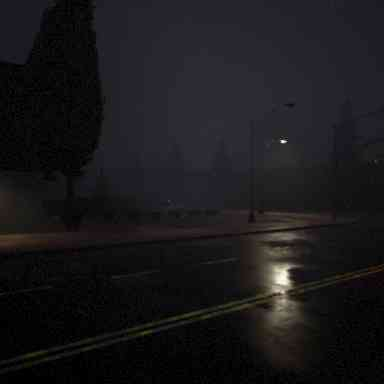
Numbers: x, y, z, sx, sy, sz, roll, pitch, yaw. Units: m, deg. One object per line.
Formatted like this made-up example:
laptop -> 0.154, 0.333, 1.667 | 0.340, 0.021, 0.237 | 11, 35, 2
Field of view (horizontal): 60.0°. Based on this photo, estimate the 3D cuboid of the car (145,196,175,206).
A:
car -> -5.838, 1.643, 55.036 | 4.892, 1.490, 1.837 | 0, -1, 28

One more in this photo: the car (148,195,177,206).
car -> -5.189, 1.500, 58.609 | 4.553, 1.767, 2.097 | 0, 0, 26
